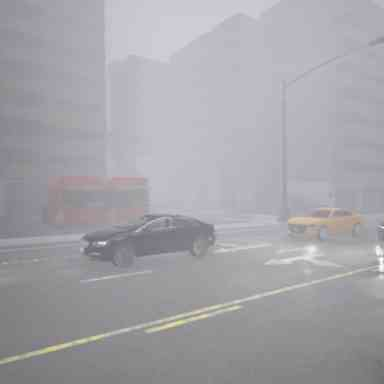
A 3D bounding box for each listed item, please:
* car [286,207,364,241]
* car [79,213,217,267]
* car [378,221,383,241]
[{"bbox_3d":[7.070,1.561,17.535,5.008,1.535,1.882,0,0,-35],"label":"car"},{"bbox_3d":[-1.356,1.519,11.573,4.902,1.511,2.128,0,0,-35],"label":"car"},{"bbox_3d":[10.718,1.584,15.822,4.902,1.511,2.128,1,0,-35],"label":"car"}]
